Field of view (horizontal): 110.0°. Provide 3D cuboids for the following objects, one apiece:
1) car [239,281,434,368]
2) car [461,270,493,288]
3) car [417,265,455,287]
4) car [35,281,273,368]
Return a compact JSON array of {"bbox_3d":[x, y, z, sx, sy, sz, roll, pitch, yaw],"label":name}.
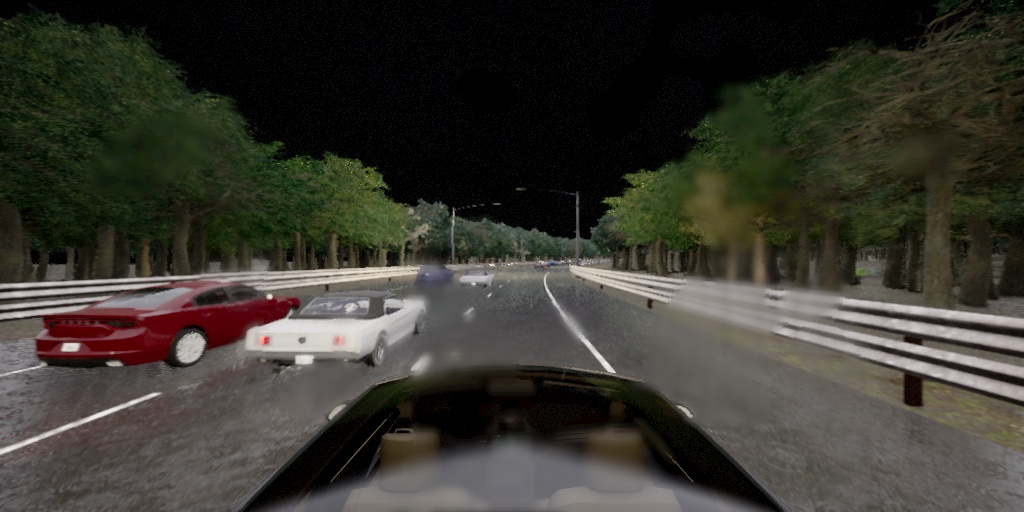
[{"bbox_3d":[-3.319,1.428,8.039,1.895,1.301,4.718,0,-1,1],"label":"car"},{"bbox_3d":[-2.542,1.701,27.299,1.895,1.301,4.718,0,-1,4],"label":"car"},{"bbox_3d":[-5.951,1.463,28.576,2.097,1.767,4.553,0,-1,4],"label":"car"},{"bbox_3d":[-6.819,1.298,8.055,1.882,1.535,5.008,0,-1,1],"label":"car"}]
